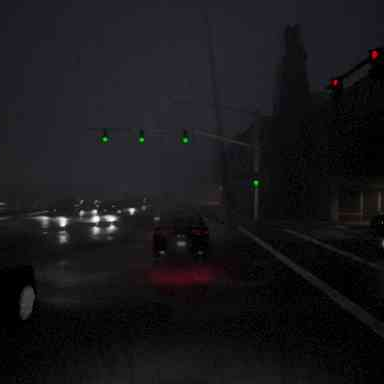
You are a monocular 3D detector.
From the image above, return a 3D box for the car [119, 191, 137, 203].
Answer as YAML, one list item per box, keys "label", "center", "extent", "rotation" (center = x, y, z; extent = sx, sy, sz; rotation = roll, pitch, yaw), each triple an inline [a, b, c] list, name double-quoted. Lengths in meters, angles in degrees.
- label: "car"
  center: [-11.472, 0.875, 60.158]
  extent: [2.150, 2.045, 5.566]
  rotation: [0, 0, 0]

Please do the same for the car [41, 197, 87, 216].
- label: "car"
  center: [-11.533, 1.292, 30.321]
  extent: [1.837, 1.490, 4.892]
  rotation: [0, 0, 0]

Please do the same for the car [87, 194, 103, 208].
- label: "car"
  center: [-11.573, 1.099, 39.322]
  extent: [2.097, 1.767, 4.553]
  rotation: [0, 0, 0]

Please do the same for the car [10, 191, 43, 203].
- label: "car"
  center: [-26.307, 0.747, 52.475]
  extent: [3.866, 1.878, 1.905]
  rotation: [0, 0, -1]

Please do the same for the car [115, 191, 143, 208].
- label: "car"
  center: [-8.061, 1.106, 42.857]
  extent: [2.097, 1.767, 4.553]
  rotation: [0, 0, 0]

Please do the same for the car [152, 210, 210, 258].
- label: "car"
  center: [-0.401, 1.417, 12.615]
  extent: [1.882, 1.535, 5.008]
  rotation: [0, 0, -2]

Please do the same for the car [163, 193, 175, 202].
- label: "car"
  center: [-4.370, 1.038, 63.108]
  extent: [2.097, 1.767, 4.553]
  rotation: [0, 0, 0]

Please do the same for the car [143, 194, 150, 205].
- label: "car"
  center: [-8.010, 1.061, 52.715]
  extent: [2.097, 1.767, 4.553]
  rotation: [0, 0, 1]

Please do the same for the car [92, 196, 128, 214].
- label: "car"
  center: [-8.055, 1.399, 33.047]
  extent: [1.895, 1.301, 4.718]
  rotation: [0, 0, 0]

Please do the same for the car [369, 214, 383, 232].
- label: "car"
  center: [12.166, 1.477, 17.748]
  extent: [5.008, 1.535, 1.882]
  rotation: [0, 0, -1]

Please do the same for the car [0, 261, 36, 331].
- label: "car"
  center: [-3.610, 1.436, 3.874]
  extent: [1.882, 1.535, 5.008]
  rotation: [0, 0, -2]
